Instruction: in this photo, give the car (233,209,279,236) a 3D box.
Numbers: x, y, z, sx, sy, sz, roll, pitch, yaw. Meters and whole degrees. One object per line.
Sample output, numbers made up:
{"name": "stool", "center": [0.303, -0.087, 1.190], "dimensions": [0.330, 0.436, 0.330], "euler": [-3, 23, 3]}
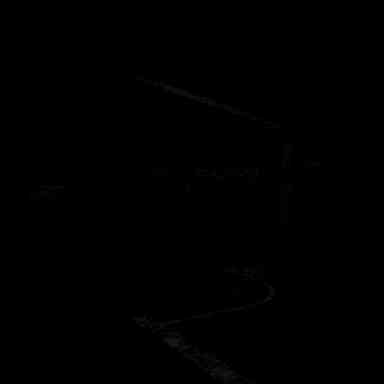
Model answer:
{"name": "car", "center": [4.891, 2.256, 25.013], "dimensions": [1.905, 1.878, 3.866], "euler": [3, -2, -36]}
